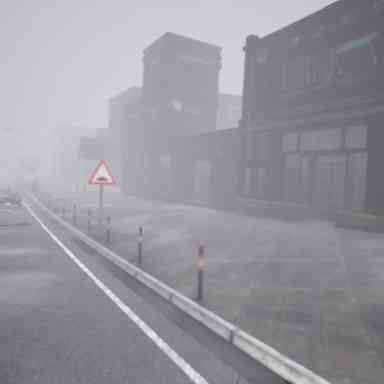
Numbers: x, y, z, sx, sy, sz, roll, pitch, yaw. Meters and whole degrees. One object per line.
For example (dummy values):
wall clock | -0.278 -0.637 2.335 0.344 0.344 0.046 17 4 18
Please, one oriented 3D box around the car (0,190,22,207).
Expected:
car | -15.351 0.461 27.746 1.895 1.301 4.718 1 3 -30
